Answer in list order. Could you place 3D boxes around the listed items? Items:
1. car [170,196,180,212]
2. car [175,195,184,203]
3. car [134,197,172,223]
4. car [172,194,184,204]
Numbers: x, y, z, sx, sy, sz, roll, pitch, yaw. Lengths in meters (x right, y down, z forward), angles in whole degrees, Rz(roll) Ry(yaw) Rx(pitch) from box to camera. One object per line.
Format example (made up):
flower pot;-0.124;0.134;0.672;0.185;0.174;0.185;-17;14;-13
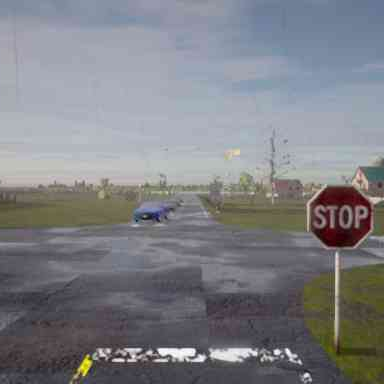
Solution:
car;-2.796;1.526;37.597;1.994;1.385;4.181;0;0;0
car;-2.761;1.444;50.233;2.128;1.511;4.902;0;0;1
car;-3.069;1.453;25.812;1.882;1.535;5.008;0;0;5
car;-2.705;1.352;65.695;2.097;1.767;4.553;0;0;0
